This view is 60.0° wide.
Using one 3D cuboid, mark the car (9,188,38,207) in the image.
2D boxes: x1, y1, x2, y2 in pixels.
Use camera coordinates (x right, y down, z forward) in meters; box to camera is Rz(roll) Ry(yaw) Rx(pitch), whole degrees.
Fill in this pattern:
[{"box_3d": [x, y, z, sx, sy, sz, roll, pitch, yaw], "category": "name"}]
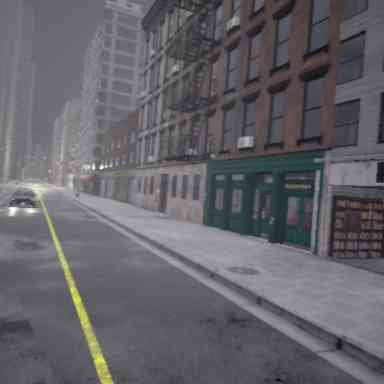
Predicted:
[{"box_3d": [-13.542, 0.371, 26.847, 2.033, 1.411, 5.357, 4, 0, -26], "category": "car"}]
